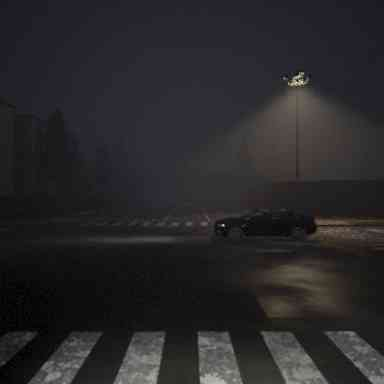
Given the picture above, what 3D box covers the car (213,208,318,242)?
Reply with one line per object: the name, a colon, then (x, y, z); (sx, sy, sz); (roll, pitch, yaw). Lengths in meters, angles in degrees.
car: (3.504, 1.547, 16.118); (4.902, 1.511, 2.128); (0, 0, 0)
